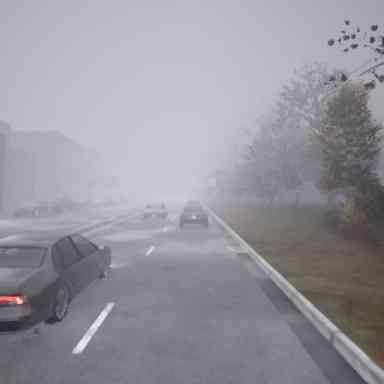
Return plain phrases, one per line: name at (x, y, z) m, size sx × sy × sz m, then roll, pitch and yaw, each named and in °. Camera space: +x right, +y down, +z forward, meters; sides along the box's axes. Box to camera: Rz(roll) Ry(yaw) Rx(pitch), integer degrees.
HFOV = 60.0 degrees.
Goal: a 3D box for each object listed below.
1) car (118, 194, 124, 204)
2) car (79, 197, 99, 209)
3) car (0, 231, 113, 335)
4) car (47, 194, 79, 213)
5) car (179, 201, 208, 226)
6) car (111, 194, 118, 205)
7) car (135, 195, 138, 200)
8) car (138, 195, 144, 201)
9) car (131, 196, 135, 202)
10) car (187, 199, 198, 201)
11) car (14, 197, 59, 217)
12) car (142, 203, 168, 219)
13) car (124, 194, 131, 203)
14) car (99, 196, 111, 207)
car at (-15.189, 1.579, 64.551) m, size 1.946 × 1.575 × 5.366 m, roll 0°, pitch 0°, yaw 0°
car at (-15.168, 1.537, 46.629) m, size 2.231 × 1.521 × 4.892 m, roll 0°, pitch 0°, yaw 0°
car at (-3.156, 1.564, 7.122) m, size 2.033 × 1.411 × 5.357 m, roll 0°, pitch 0°, yaw 0°
car at (-15.071, 1.260, 37.209) m, size 2.435 × 2.045 × 5.566 m, roll 0°, pitch 0°, yaw 0°
car at (0.102, 1.621, 23.817) m, size 1.994 × 1.385 × 4.181 m, roll 0°, pitch 0°, yaw 0°
car at (-15.166, 1.443, 59.243) m, size 2.185 × 1.767 × 4.553 m, roll 0°, pitch 0°, yaw 0°
car at (-15.262, 1.628, 81.443) m, size 2.231 × 1.521 × 4.892 m, roll 0°, pitch 0°, yaw 0°
car at (-15.310, 1.652, 92.301) m, size 1.946 × 1.575 × 5.366 m, roll 0°, pitch 0°, yaw 0°
car at (-15.240, 1.613, 75.917) m, size 2.231 × 1.521 × 4.892 m, roll 0°, pitch 0°, yaw 0°
car at (0.102, 1.593, 41.914) m, size 2.128 × 1.511 × 4.902 m, roll 0°, pitch 0°, yaw 0°
car at (-15.048, 1.498, 31.718) m, size 2.231 × 1.521 × 4.892 m, roll 0°, pitch 0°, yaw 0°
car at (-3.149, 1.671, 29.544) m, size 1.895 × 1.301 × 4.718 m, roll 0°, pitch 0°, yaw 0°
car at (-15.214, 1.346, 70.234) m, size 2.435 × 2.045 × 5.566 m, roll 0°, pitch 0°, yaw 0°
car at (-15.142, 1.550, 53.501) m, size 1.946 × 1.575 × 5.366 m, roll 0°, pitch 0°, yaw 0°
